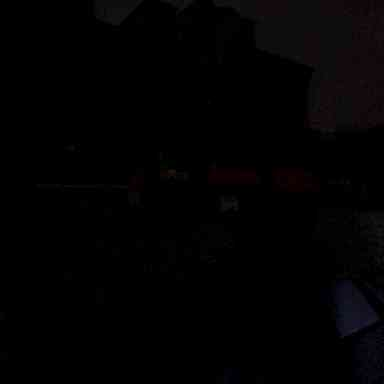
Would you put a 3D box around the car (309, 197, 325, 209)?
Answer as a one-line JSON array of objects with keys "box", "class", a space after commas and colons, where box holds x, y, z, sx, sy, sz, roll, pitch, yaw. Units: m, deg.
[{"box": [14.909, 1.291, 41.580, 1.887, 1.381, 4.507, 0, 0, -36], "class": "car"}]

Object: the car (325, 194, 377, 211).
[{"box": [18.072, 1.098, 37.159, 2.192, 1.841, 5.009, 0, 0, -36], "class": "car"}]

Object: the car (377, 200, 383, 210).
[{"box": [21.230, 1.366, 32.739, 1.887, 1.381, 4.507, 0, 0, -36], "class": "car"}]

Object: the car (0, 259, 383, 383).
[{"box": [0.754, 1.541, 3.608, 5.357, 1.411, 2.033, 0, 0, -35], "class": "car"}]
